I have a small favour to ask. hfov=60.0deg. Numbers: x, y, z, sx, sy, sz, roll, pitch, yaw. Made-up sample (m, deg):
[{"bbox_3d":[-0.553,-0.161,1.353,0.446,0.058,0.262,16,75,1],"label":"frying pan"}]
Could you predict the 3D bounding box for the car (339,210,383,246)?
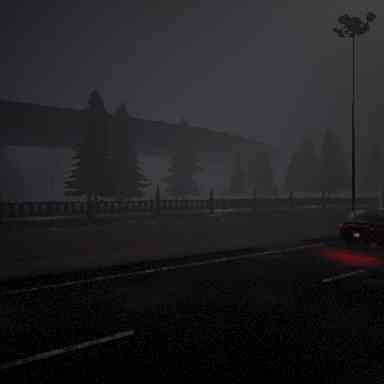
[{"bbox_3d":[8.269,1.486,14.066,5.008,1.535,1.882,0,0,-35],"label":"car"}]
